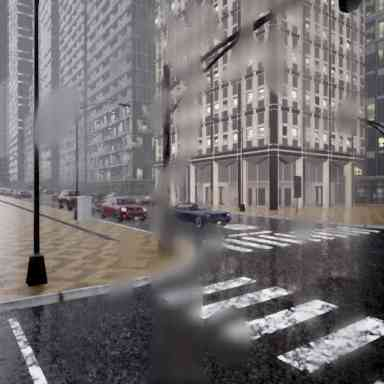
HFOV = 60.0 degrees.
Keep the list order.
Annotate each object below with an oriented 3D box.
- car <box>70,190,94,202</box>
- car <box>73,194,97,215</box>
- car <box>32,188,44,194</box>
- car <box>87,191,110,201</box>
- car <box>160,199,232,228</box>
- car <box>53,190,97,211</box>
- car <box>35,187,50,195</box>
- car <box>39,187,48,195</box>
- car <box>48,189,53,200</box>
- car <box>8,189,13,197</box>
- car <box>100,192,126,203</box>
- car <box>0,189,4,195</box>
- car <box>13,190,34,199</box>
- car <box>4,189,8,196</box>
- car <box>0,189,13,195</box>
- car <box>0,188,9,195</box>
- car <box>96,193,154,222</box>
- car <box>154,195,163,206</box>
[{"bbox_3d":[-15.899,0.566,47.988,1.882,1.535,5.008,0,1,-36],"label":"car"},{"bbox_3d":[-7.833,1.103,26.778,1.802,1.307,4.206,1,0,-36],"label":"car"},{"bbox_3d":[-39.976,-0.214,86.130,1.947,1.339,4.313,1,0,-36],"label":"car"},{"bbox_3d":[-14.026,0.643,49.845,1.947,1.339,4.313,1,0,-36],"label":"car"},{"bbox_3d":[0.218,1.315,19.931,1.895,1.301,4.718,0,1,-35],"label":"car"},{"bbox_3d":[-11.068,0.728,31.311,2.192,1.841,5.009,1,0,-36],"label":"car"},{"bbox_3d":[-36.726,-0.358,81.593,2.192,1.841,5.009,1,0,-36],"label":"car"},{"bbox_3d":[-33.488,-0.021,77.058,1.887,1.381,4.507,1,0,-36],"label":"car"},{"bbox_3d":[-17.256,0.681,44.466,2.033,1.411,5.357,0,1,-35],"label":"car"},{"bbox_3d":[-30.529,0.320,58.515,2.008,1.369,4.403,1,0,-36],"label":"car"},{"bbox_3d":[-10.880,0.706,45.447,1.752,1.417,4.829,1,0,-36],"label":"car"},{"bbox_3d":[-37.015,0.107,67.583,2.008,1.369,4.403,1,0,-36],"label":"car"},{"bbox_3d":[-27.287,0.422,53.981,1.887,1.381,4.507,1,0,-36],"label":"car"},{"bbox_3d":[-33.772,0.207,63.049,1.887,1.381,4.507,1,0,-36],"label":"car"},{"bbox_3d":[-40.258,0.015,72.117,1.947,1.339,4.313,1,0,-36],"label":"car"},{"bbox_3d":[-43.500,-0.113,76.651,1.887,1.381,4.507,1,0,-36],"label":"car"},{"bbox_3d":[-4.586,1.068,22.243,1.967,1.590,4.097,1,0,-36],"label":"car"},{"bbox_3d":[-4.295,0.981,36.237,1.802,1.307,4.206,1,0,-36],"label":"car"}]
